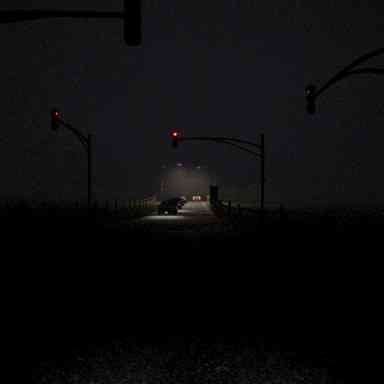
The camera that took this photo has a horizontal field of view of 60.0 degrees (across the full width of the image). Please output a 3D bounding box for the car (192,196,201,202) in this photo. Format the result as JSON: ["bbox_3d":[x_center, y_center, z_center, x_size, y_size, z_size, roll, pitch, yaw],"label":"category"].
[{"bbox_3d":[1.066,1.617,75.962,1.895,1.301,4.718,0,0,1],"label":"car"}]

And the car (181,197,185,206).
[{"bbox_3d":[-2.265,1.514,43.968,1.837,1.490,4.892,0,0,1],"label":"car"}]

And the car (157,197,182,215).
[{"bbox_3d":[-2.414,1.554,34.190,2.033,1.411,5.357,0,0,0],"label":"car"}]

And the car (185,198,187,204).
[{"bbox_3d":[-2.122,1.560,53.815,2.033,1.411,5.357,0,0,1],"label":"car"}]

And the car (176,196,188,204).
[{"bbox_3d":[-1.923,1.581,63.820,1.994,1.385,4.181,0,0,2],"label":"car"}]
